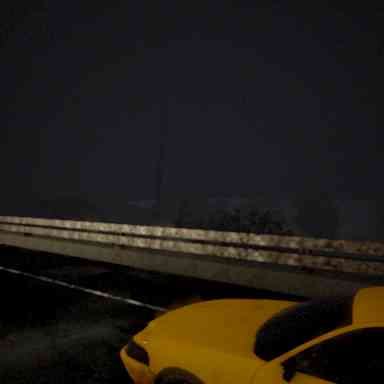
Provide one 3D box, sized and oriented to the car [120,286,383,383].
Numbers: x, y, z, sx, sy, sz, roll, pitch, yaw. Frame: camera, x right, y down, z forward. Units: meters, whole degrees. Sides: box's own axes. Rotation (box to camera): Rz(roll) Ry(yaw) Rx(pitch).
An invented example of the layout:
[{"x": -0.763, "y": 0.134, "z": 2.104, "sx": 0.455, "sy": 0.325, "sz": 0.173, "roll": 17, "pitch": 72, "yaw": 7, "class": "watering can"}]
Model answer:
[{"x": 1.729, "y": 1.456, "z": 2.635, "sx": 5.366, "sy": 1.575, "sz": 1.801, "roll": -1, "pitch": 0, "yaw": 36, "class": "car"}]
